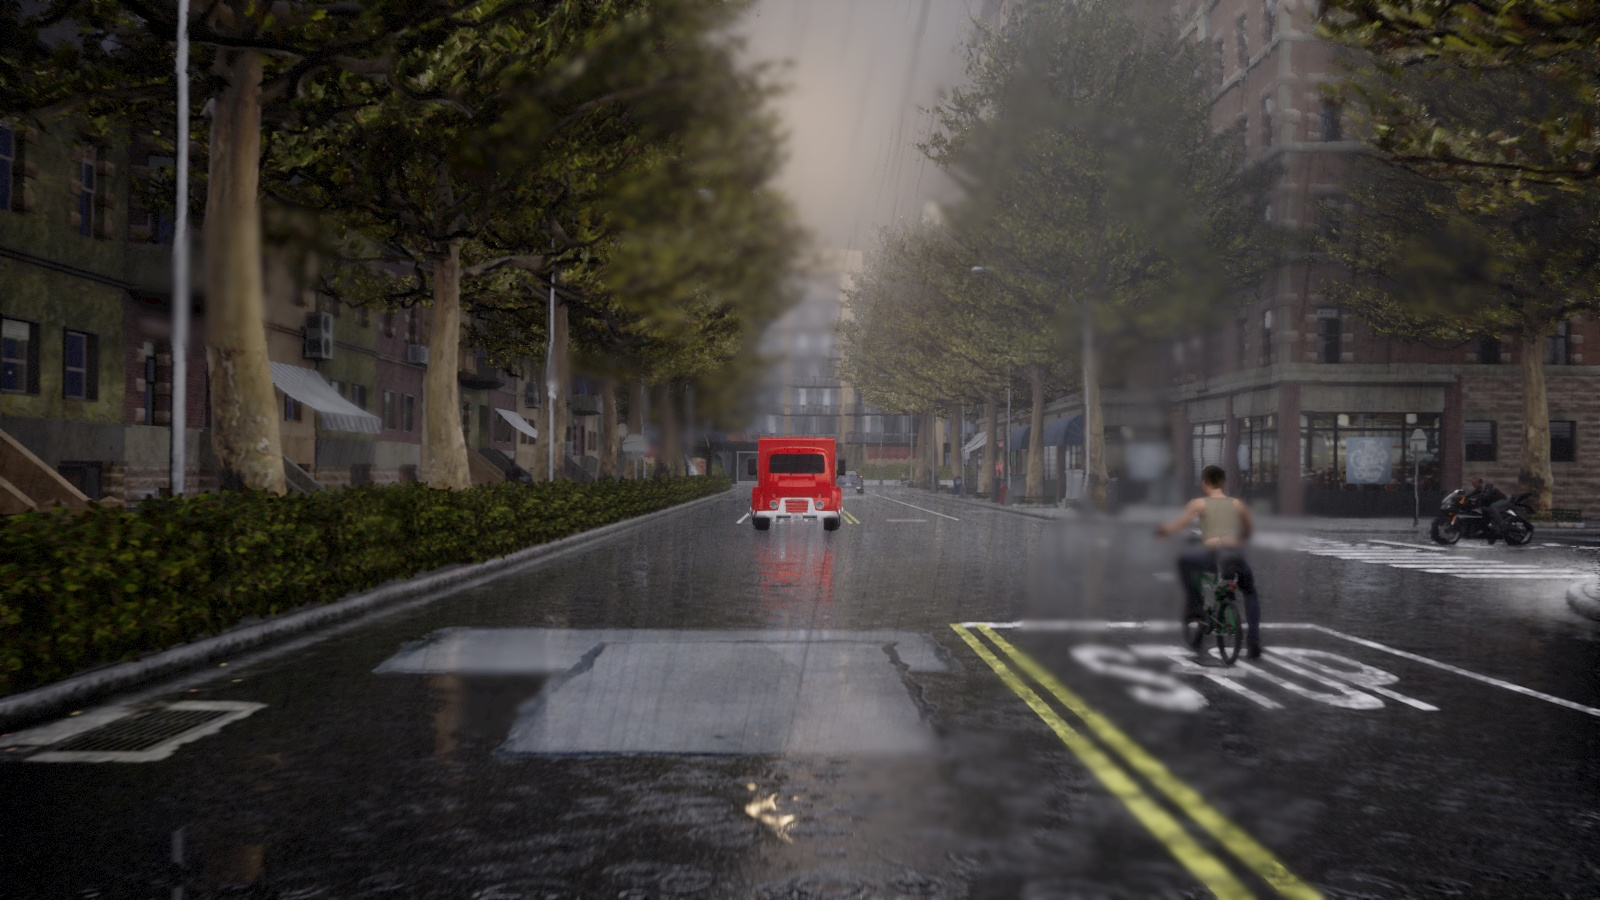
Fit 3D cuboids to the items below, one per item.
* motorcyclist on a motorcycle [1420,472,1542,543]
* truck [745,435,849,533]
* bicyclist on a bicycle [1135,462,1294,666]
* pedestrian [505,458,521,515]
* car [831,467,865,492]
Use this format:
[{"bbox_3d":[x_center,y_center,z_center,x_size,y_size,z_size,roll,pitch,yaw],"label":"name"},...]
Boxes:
[{"bbox_3d":[15.006,1.253,27.704,2.191,1.530,0.866,0,-1,0],"label":"motorcyclist on a motorcycle"},{"bbox_3d":[-0.082,0.900,34.298,2.627,2.467,5.204,0,-1,0],"label":"truck"},{"bbox_3d":[3.493,0.917,10.732,0.866,1.612,1.509,0,-1,1],"label":"bicyclist on a bicycle"},{"bbox_3d":[-9.398,1.197,41.087,0.376,1.854,0.720,0,-1,-2],"label":"pedestrian"},{"bbox_3d":[3.295,2.045,87.517,2.152,1.651,5.027,0,-1,0],"label":"car"}]
